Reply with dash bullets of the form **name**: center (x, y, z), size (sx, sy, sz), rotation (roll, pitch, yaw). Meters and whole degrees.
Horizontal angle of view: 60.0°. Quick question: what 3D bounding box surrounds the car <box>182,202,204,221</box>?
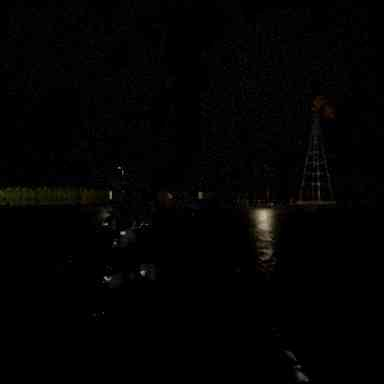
- **car**: center (0.082, 1.771, 30.887), size (1.882, 1.535, 5.008), rotation (0, 0, 0)

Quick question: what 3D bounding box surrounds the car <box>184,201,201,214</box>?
- **car**: center (0.076, 1.941, 42.097), size (2.033, 1.411, 5.357), rotation (0, 0, 0)

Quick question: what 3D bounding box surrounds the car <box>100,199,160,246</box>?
- **car**: center (-2.857, 1.383, 16.590), size (2.150, 2.045, 5.566), rotation (0, -1, 0)
